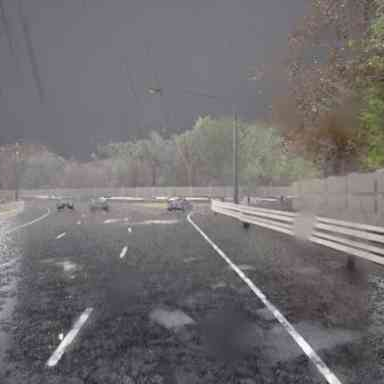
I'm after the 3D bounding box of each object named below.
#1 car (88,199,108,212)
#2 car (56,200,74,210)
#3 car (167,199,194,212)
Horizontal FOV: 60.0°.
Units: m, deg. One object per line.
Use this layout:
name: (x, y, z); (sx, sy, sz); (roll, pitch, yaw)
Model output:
car: (-10.825, 1.510, 38.436); (2.128, 1.511, 4.902); (0, 0, -21)
car: (-16.764, 1.646, 43.695); (1.895, 1.301, 4.718); (0, 0, -25)
car: (-1.232, 1.513, 37.864); (2.033, 1.411, 5.357); (0, 0, 15)
